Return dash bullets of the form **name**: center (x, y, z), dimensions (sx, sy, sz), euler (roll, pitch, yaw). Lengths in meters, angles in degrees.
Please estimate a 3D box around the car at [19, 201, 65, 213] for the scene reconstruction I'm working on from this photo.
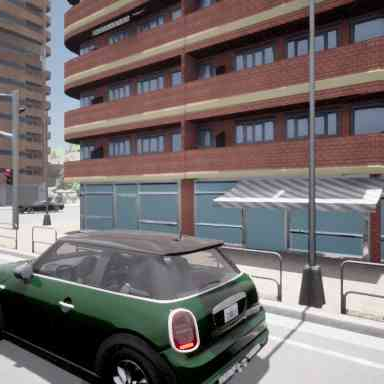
- **car**: center (-16.291, 1.601, 35.728), dimensions (1.895, 1.301, 4.718), euler (0, 0, 36)

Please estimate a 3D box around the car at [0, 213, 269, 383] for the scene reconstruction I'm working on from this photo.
- **car**: center (-1.295, 1.352, 4.918), dimensions (4.553, 1.767, 2.097), euler (0, 0, 36)
